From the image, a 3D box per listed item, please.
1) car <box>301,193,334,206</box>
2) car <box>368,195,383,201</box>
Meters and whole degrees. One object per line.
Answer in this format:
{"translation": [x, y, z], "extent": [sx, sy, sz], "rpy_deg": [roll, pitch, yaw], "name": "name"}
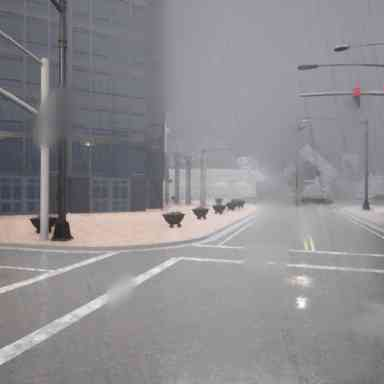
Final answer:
{"translation": [19.885, 1.370, 52.923], "extent": [4.902, 1.511, 2.128], "rpy_deg": [0, 0, 16], "name": "car"}
{"translation": [45.120, 1.423, 80.739], "extent": [1.812, 1.442, 4.674], "rpy_deg": [0, 0, -27], "name": "car"}
